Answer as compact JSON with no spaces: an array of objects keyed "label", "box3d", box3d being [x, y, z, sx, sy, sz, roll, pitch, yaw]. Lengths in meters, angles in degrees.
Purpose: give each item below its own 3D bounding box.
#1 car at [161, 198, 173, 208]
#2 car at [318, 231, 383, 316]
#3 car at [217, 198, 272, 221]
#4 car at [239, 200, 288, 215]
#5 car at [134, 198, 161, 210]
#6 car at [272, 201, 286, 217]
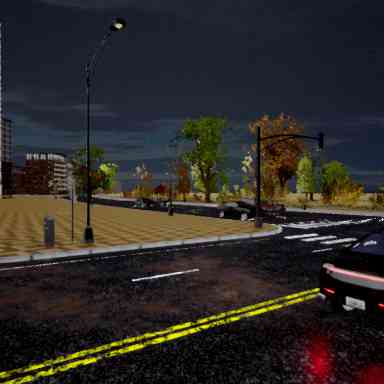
[{"label":"car","box3d":[-4.574,1.586,49.155,2.128,1.511,4.902,0,0,-31]},{"label":"car","box3d":[4.503,1.490,6.453,4.902,1.511,2.128,0,0,-34]},{"label":"car","box3d":[4.156,1.535,28.643,1.882,1.535,5.008,0,0,-32]},{"label":"car","box3d":[7.594,1.590,35.857,2.033,1.411,5.357,0,0,-32]},{"label":"car","box3d":[-6.549,1.608,46.116,1.837,1.490,4.892,0,0,-31]},{"label":"car","box3d":[6.168,1.401,31.569,2.097,1.767,4.553,0,0,-32]}]
